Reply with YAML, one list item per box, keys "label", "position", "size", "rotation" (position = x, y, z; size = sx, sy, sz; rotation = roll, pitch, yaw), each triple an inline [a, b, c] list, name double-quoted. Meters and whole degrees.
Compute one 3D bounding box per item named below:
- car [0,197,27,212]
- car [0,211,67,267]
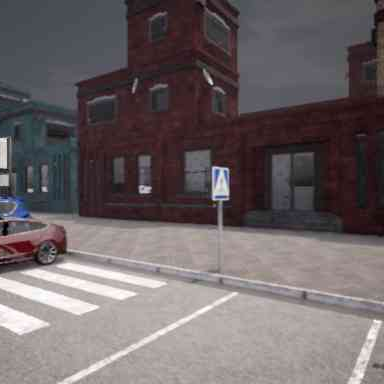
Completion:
- label: "car"
  position: [-8.259, 1.219, 11.138]
  size: [2.435, 2.045, 5.566]
  rotation: [0, 0, 35]
- label: "car"
  position: [-5.988, 1.503, 9.533]
  size: [2.163, 1.488, 4.792]
  rotation: [0, 0, 35]
